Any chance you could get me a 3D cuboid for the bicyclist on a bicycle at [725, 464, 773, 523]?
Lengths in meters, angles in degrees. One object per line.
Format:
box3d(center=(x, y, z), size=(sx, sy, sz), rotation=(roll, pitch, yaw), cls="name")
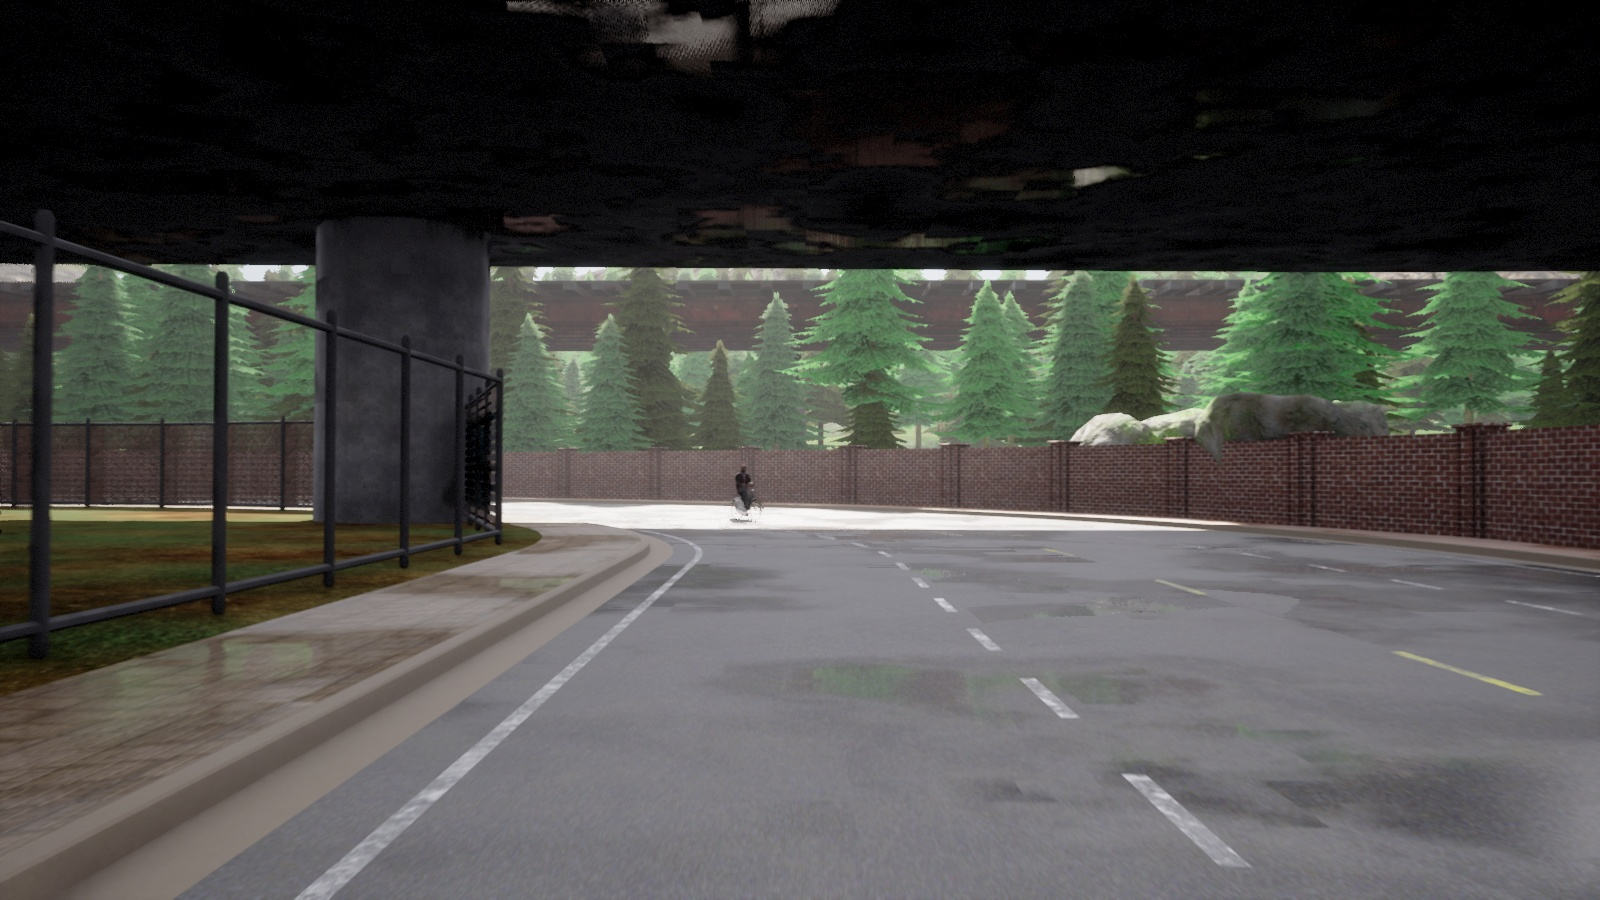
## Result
box3d(center=(-1.597, 1.345, 39.018), size=(0.659, 1.776, 1.843), rotation=(0, -1, -33), cls="bicyclist on a bicycle")
